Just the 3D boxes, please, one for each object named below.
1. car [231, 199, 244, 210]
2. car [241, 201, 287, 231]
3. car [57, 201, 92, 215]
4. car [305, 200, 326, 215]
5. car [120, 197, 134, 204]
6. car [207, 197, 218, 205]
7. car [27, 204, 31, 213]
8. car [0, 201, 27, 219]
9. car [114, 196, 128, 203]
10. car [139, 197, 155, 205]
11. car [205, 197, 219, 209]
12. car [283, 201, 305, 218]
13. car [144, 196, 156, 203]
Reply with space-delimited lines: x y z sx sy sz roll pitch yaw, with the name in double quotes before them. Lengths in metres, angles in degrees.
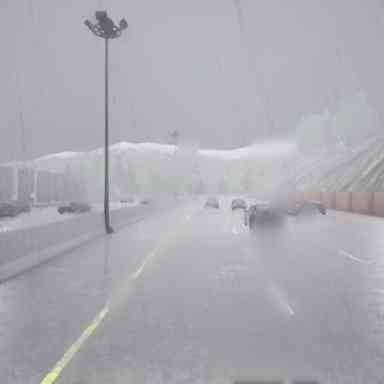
"car" 6.057 1.631 43.161 2.033 1.411 5.357 0 0 5
"car" 4.446 1.548 21.205 1.837 1.490 4.892 0 0 3
"car" -12.337 1.669 35.127 1.895 1.301 4.718 0 0 4
"car" 12.412 1.574 34.686 1.837 1.490 4.892 0 0 5
"car" -13.368 1.672 68.558 2.033 1.411 5.357 0 0 3
"car" 4.013 1.671 64.074 2.033 1.411 5.357 0 0 4
"car" -19.299 1.633 35.872 1.994 1.385 4.181 0 0 4
"car" -16.398 1.601 27.617 2.033 1.411 5.357 0 0 4
"car" -16.399 1.674 77.073 2.033 1.411 5.357 0 0 3
"car" -7.341 1.669 54.218 1.994 1.385 4.181 0 0 4
"car" 2.785 1.690 46.183 1.895 1.301 4.718 0 0 5
"car" 8.594 1.624 30.588 1.994 1.385 4.181 0 0 4
"car" -9.480 1.659 75.436 1.812 1.442 4.674 0 0 3
